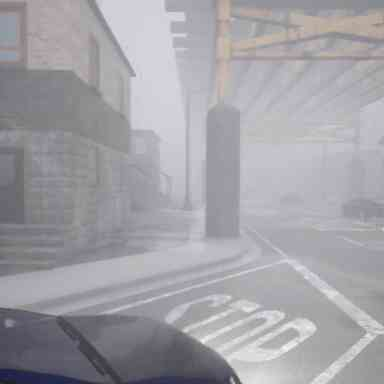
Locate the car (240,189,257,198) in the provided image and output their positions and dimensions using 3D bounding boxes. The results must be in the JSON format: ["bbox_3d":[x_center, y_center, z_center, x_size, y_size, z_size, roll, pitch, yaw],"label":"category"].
[{"bbox_3d":[10.733,0.177,64.379,2.097,1.767,4.553,0,1,-19],"label":"car"}]

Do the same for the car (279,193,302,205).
[{"bbox_3d":[12.523,0.831,42.283,1.994,1.385,4.181,0,1,1],"label":"car"}]

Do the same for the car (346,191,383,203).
[{"bbox_3d":[24.766,0.712,47.380,4.974,1.542,2.038,1,1,31],"label":"car"}]

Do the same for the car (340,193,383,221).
[{"bbox_3d":[12.118,1.112,23.192,1.882,1.535,5.008,0,1,1],"label":"car"}]

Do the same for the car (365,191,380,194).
[{"bbox_3d":[24.812,0.556,47.350,4.536,1.218,1.853,1,1,31],"label":"car"}]

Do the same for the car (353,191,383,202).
[{"bbox_3d":[26.929,0.669,50.420,4.974,1.542,2.038,0,1,-29],"label":"car"}]

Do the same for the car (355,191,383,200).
[{"bbox_3d":[26.975,0.512,50.442,4.536,1.218,1.853,0,1,-29],"label":"car"}]

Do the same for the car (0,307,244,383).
[{"bbox_3d":[-1.531,1.506,2.054,4.181,1.385,1.994,0,1,-38],"label":"car"}]
